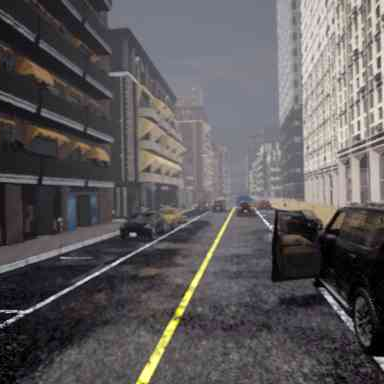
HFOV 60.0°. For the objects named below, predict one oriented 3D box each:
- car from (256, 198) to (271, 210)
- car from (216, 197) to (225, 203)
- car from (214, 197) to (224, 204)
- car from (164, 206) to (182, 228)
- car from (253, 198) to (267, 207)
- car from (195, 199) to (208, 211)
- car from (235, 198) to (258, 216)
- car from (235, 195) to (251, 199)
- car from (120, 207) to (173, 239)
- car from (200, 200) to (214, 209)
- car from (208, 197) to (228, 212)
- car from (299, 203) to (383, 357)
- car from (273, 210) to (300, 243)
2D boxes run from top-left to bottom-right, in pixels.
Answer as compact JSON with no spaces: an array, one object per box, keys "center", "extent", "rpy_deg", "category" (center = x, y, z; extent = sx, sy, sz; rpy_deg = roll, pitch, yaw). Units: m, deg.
[{"center":[9.835,1.665,45.483],"extent":[1.887,1.381,4.507],"rpy_deg":[-1,0,9],"category":"car"},{"center":[7.407,2.049,85.827],"extent":[2.008,1.369,4.403],"rpy_deg":[-1,0,9],"category":"car"},{"center":[6.569,2.021,80.241],"extent":[2.008,1.369,4.403],"rpy_deg":[-1,0,9],"category":"car"},{"center":[-1.824,1.743,24.212],"extent":[1.752,1.417,4.829],"rpy_deg":[-1,0,9],"category":"car"},{"center":[11.508,1.721,56.656],"extent":[2.008,1.369,4.403],"rpy_deg":[-1,0,9],"category":"car"},{"center":[1.546,1.755,46.725],"extent":[1.967,1.590,4.097],"rpy_deg":[-1,0,9],"category":"car"},{"center":[5.425,1.653,33.681],"extent":[1.812,1.442,4.674],"rpy_deg":[-1,0,9],"category":"car"},{"center":[6.821,1.394,43.561],"extent":[2.150,2.045,5.566],"rpy_deg":[-1,0,9],"category":"car"},{"center":[-2.635,1.762,18.793],"extent":[1.947,1.339,4.313],"rpy_deg":[-1,0,9],"category":"car"},{"center":[2.386,1.921,52.310],"extent":[1.802,1.307,4.206],"rpy_deg":[-1,0,9],"category":"car"},{"center":[3.487,1.739,41.771],"extent":[1.837,1.490,4.892],"rpy_deg":[-1,-1,9],"category":"car"},{"center":[3.611,1.183,5.972],"extent":[2.150,2.045,5.566],"rpy_deg":[-1,0,9],"category":"car"},{"center":[5.652,1.567,17.553],"extent":[1.947,1.339,4.313],"rpy_deg":[-1,0,9],"category":"car"}]
